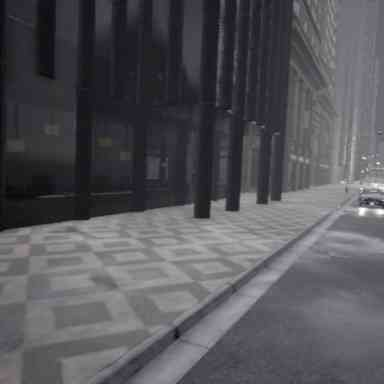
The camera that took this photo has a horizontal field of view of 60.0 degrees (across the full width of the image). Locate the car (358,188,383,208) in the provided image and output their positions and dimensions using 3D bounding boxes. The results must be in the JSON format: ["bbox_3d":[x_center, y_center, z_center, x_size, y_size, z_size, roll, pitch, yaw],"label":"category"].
[{"bbox_3d":[14.399,0.371,26.475,2.033,1.411,5.357,4,4,29],"label":"car"}]
